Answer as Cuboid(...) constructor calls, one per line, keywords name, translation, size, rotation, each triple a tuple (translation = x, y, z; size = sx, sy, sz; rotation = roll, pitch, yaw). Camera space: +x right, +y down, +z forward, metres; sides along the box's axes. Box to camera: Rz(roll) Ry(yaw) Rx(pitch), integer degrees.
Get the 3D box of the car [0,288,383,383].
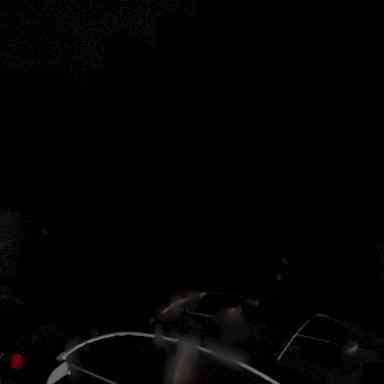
Cuboid(name="car", translation=(0.040, 1.553, 2.767), size=(4.403, 1.369, 2.008), rotation=(0, 1, 35))
